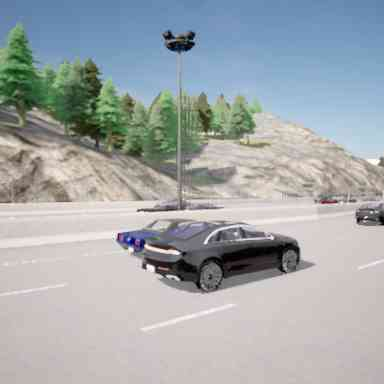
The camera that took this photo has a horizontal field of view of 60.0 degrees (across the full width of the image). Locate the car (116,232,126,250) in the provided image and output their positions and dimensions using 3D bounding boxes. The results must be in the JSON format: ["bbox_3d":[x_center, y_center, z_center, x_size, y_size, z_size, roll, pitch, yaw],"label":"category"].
[{"bbox_3d":[-0.279,1.634,12.423,4.718,1.301,1.895,0,0,-38],"label":"car"}]

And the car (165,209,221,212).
[{"bbox_3d":[0.524,1.619,26.914,5.357,1.411,2.033,0,0,-41],"label":"car"}]

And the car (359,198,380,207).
[{"bbox_3d":[29.548,1.671,55.366,4.674,1.442,1.812,0,0,-45],"label":"car"}]

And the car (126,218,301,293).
[{"bbox_3d":[0.985,1.516,9.013,4.902,1.511,2.128,0,0,-37],"label":"car"}]

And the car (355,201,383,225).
[{"bbox_3d":[13.712,1.556,24.530,4.902,1.511,2.128,0,0,-44],"label":"car"}]
